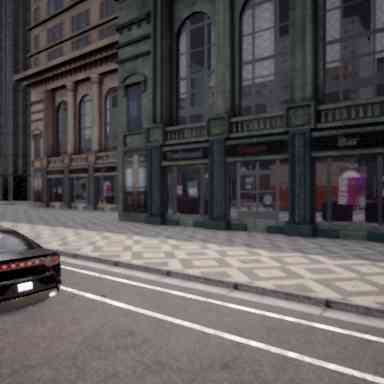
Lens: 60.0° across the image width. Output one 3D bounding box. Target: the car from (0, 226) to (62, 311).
[{"bbox_3d":[-4.854,1.442,7.129,5.008,1.535,1.882,1,0,36],"label":"car"}]
